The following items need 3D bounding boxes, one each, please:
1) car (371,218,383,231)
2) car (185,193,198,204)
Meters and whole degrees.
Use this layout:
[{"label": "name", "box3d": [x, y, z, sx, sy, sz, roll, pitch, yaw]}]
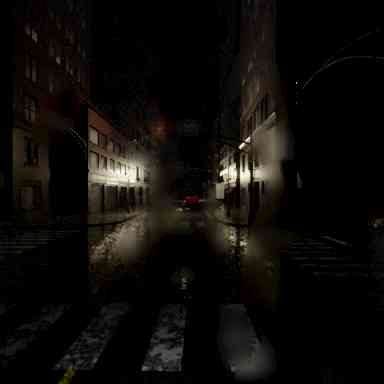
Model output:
[{"label": "car", "box3d": [12.383, 1.514, 18.053, 4.829, 1.417, 1.752, 0, 0, 0]}, {"label": "car", "box3d": [-0.034, 1.185, 60.461, 2.150, 2.045, 5.566, 0, 0, 0]}]
